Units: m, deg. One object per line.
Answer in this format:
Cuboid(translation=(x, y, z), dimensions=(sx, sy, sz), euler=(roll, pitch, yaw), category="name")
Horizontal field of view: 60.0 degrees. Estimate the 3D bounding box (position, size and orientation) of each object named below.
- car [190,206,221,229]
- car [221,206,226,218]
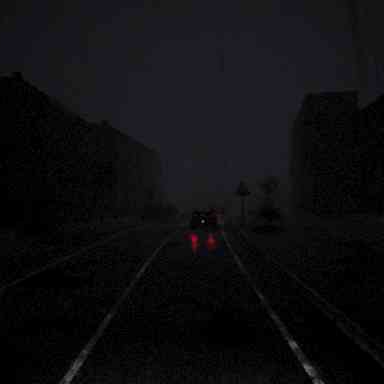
Cuboid(translation=(0.946, 1.896, 25.014), dimensions=(2.128, 1.511, 4.902), euler=(0, -2, 5), category="car")
Cuboid(translation=(3.280, 2.529, 42.678), dimensions=(2.128, 1.511, 4.902), euler=(-1, -2, 10), category="car")
